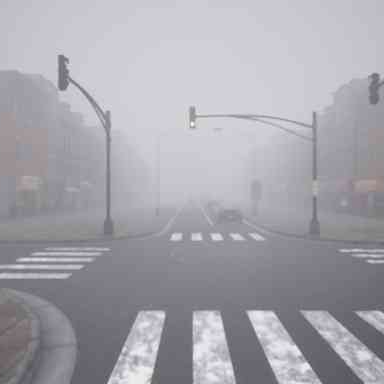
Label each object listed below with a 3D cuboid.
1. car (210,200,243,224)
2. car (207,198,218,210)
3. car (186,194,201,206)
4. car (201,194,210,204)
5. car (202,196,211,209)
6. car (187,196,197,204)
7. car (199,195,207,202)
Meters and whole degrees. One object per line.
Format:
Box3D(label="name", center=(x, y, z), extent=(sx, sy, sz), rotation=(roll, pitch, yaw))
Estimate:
Box3D(label="car", center=(2.636, 1.520, 24.547), extent=(1.887, 1.381, 4.507), rotation=(0, 0, 0))
Box3D(label="car", center=(2.636, 1.500, 30.396), extent=(1.752, 1.417, 4.829), rotation=(0, 0, 0))
Box3D(label="car", center=(-0.006, 1.546, 54.264), extent=(2.033, 1.411, 5.357), rotation=(0, 0, 0))
Box3D(label="car", center=(2.631, 1.574, 58.624), extent=(1.947, 1.339, 4.313), rotation=(0, 0, 0))
Box3D(label="car", center=(2.633, 1.546, 41.586), extent=(1.947, 1.339, 4.313), rotation=(0, 0, 0))
Box3D(label="car", center=(-0.007, 1.587, 64.687), extent=(1.994, 1.385, 4.181), rotation=(0, 0, 0))
Box3D(label="car", center=(2.628, 1.501, 81.343), extent=(1.967, 1.590, 4.097), rotation=(0, 0, 0))
